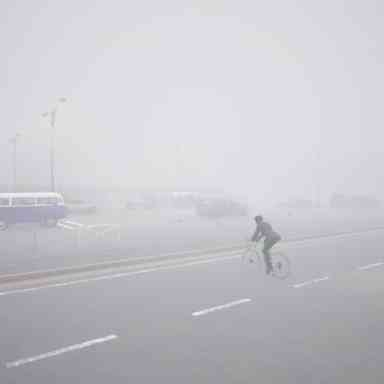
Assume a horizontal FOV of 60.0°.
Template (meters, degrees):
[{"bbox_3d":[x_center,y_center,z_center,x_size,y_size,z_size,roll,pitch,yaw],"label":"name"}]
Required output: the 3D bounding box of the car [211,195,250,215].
[{"bbox_3d":[4.406,1.395,36.086,3.806,1.475,1.970,0,0,-36],"label":"car"}]

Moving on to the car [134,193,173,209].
[{"bbox_3d":[-5.697,1.153,49.631,4.605,1.855,1.932,0,0,-36],"label":"car"}]

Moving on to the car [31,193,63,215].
[{"bbox_3d":[-14.522,1.153,36.223,4.605,1.855,1.932,0,0,-36],"label":"car"}]

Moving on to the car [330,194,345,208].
[{"bbox_3d":[20.069,1.156,44.278,3.866,1.878,1.905,0,0,-36],"label":"car"}]

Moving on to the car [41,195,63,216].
[{"bbox_3d":[-12.889,1.364,34.093,3.905,1.438,1.784,0,0,-36],"label":"car"}]

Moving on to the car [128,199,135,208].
[{"bbox_3d":[-7.365,1.364,52.000,3.905,1.438,1.784,0,0,-36],"label":"car"}]

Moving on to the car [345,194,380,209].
[{"bbox_3d":[21.743,1.153,41.916,4.605,1.855,1.932,0,0,-36],"label":"car"}]

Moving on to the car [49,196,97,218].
[{"bbox_3d":[-11.171,1.395,31.763,3.806,1.475,1.970,0,0,-36],"label":"car"}]

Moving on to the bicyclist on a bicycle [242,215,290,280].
[{"bbox_3d":[1.934,1.455,8.921,0.582,1.620,1.656,0,-2,-37],"label":"bicyclist on a bicycle"}]

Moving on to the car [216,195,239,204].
[{"bbox_3d":[6.680,1.395,62.384,3.806,1.475,1.970,0,0,-36],"label":"car"}]

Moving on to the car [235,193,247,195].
[{"bbox_3d":[8.390,1.156,60.048,3.866,1.878,1.905,0,0,-36],"label":"car"}]
